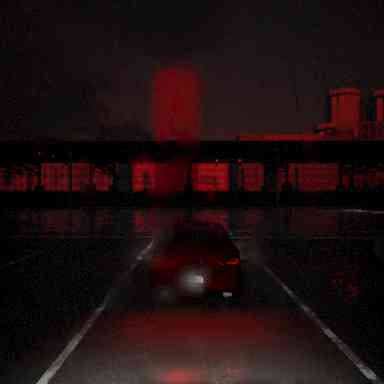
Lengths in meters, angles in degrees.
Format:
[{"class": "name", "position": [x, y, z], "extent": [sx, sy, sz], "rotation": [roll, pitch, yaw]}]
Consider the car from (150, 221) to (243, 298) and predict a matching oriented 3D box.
[{"class": "car", "position": [0.091, 1.478, 8.592], "extent": [1.882, 1.535, 5.008], "rotation": [0, 0, 0]}]

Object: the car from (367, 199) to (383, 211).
[{"class": "car", "position": [22.714, 1.403, 38.390], "extent": [4.674, 1.442, 1.812], "rotation": [-1, 0, 1]}]
